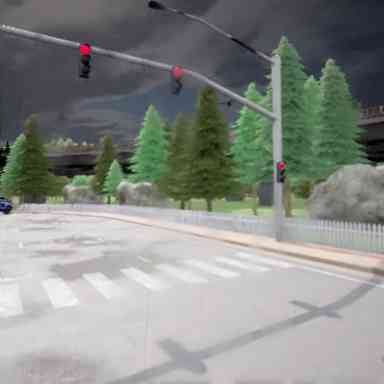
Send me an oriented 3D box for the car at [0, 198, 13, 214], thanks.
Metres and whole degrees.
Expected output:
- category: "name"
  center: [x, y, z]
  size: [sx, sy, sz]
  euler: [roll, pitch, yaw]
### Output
- category: "car"
  center: [-24.783, 1.747, 41.235]
  size: [5.566, 2.045, 2.150]
  euler: [-1, 0, 23]
